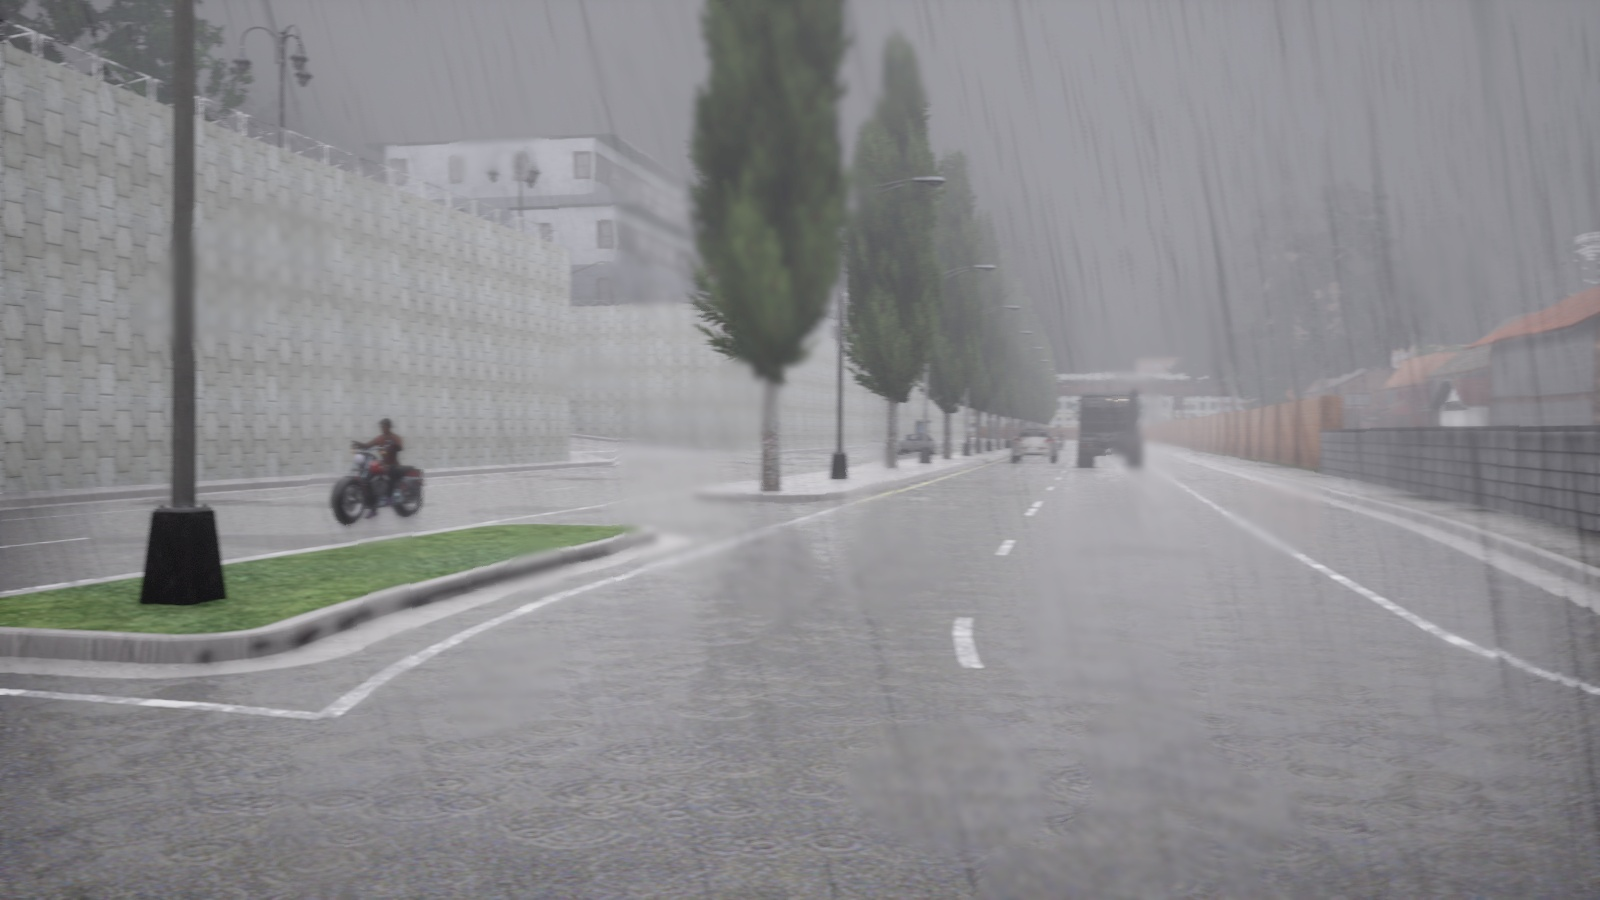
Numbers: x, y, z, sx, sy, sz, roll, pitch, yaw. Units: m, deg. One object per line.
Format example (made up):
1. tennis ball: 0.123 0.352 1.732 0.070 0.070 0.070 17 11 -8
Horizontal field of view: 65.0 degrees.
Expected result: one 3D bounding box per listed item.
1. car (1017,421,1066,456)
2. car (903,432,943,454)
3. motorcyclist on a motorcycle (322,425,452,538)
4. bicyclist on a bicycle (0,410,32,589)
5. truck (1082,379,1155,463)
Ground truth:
1. car: 11.961 -0.586 61.905 2.152 1.651 5.027 0 1 13
2. car: 7.737 -0.483 78.586 1.895 1.301 4.718 0 1 13
3. motorcyclist on a motorcycle: -6.409 0.438 19.654 0.766 1.649 2.350 0 1 14
4. bicyclist on a bicycle: -8.382 0.500 11.958 0.659 1.776 1.843 0 1 15
5. truck: 14.148 -1.278 56.041 2.891 3.462 7.936 0 1 13
